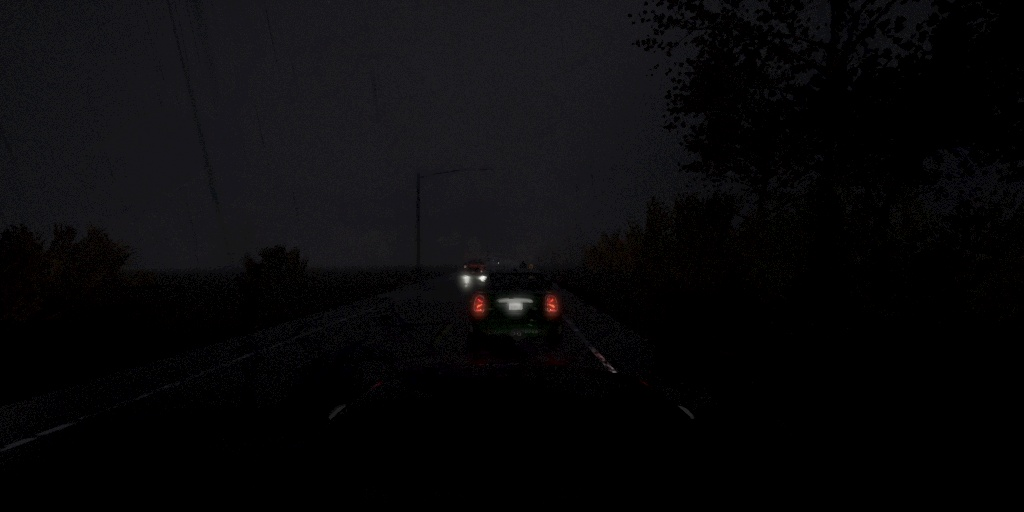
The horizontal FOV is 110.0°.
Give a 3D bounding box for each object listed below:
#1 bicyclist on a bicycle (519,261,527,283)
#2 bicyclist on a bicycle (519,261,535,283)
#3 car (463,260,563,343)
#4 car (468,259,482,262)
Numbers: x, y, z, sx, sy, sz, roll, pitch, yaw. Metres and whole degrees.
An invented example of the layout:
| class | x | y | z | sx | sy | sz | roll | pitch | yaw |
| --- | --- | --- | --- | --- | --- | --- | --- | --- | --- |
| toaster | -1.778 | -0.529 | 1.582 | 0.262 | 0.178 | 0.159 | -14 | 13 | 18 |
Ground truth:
| class | x | y | z | sx | sy | sz | roll | pitch | yaw |
| --- | --- | --- | --- | --- | --- | --- | --- | --- | --- |
| bicyclist on a bicycle | 0.842 | 1.193 | 27.244 | 0.582 | 1.620 | 1.656 | 0 | 0 | 0 |
| bicyclist on a bicycle | 0.904 | 1.180 | 17.127 | 0.866 | 1.612 | 1.509 | 0 | 0 | 0 |
| car | 0.073 | 1.099 | 9.783 | 2.097 | 1.767 | 4.553 | 0 | 0 | 0 |
| car | -3.810 | 1.090 | 37.523 | 2.097 | 1.767 | 4.553 | 0 | 0 | -1 |
